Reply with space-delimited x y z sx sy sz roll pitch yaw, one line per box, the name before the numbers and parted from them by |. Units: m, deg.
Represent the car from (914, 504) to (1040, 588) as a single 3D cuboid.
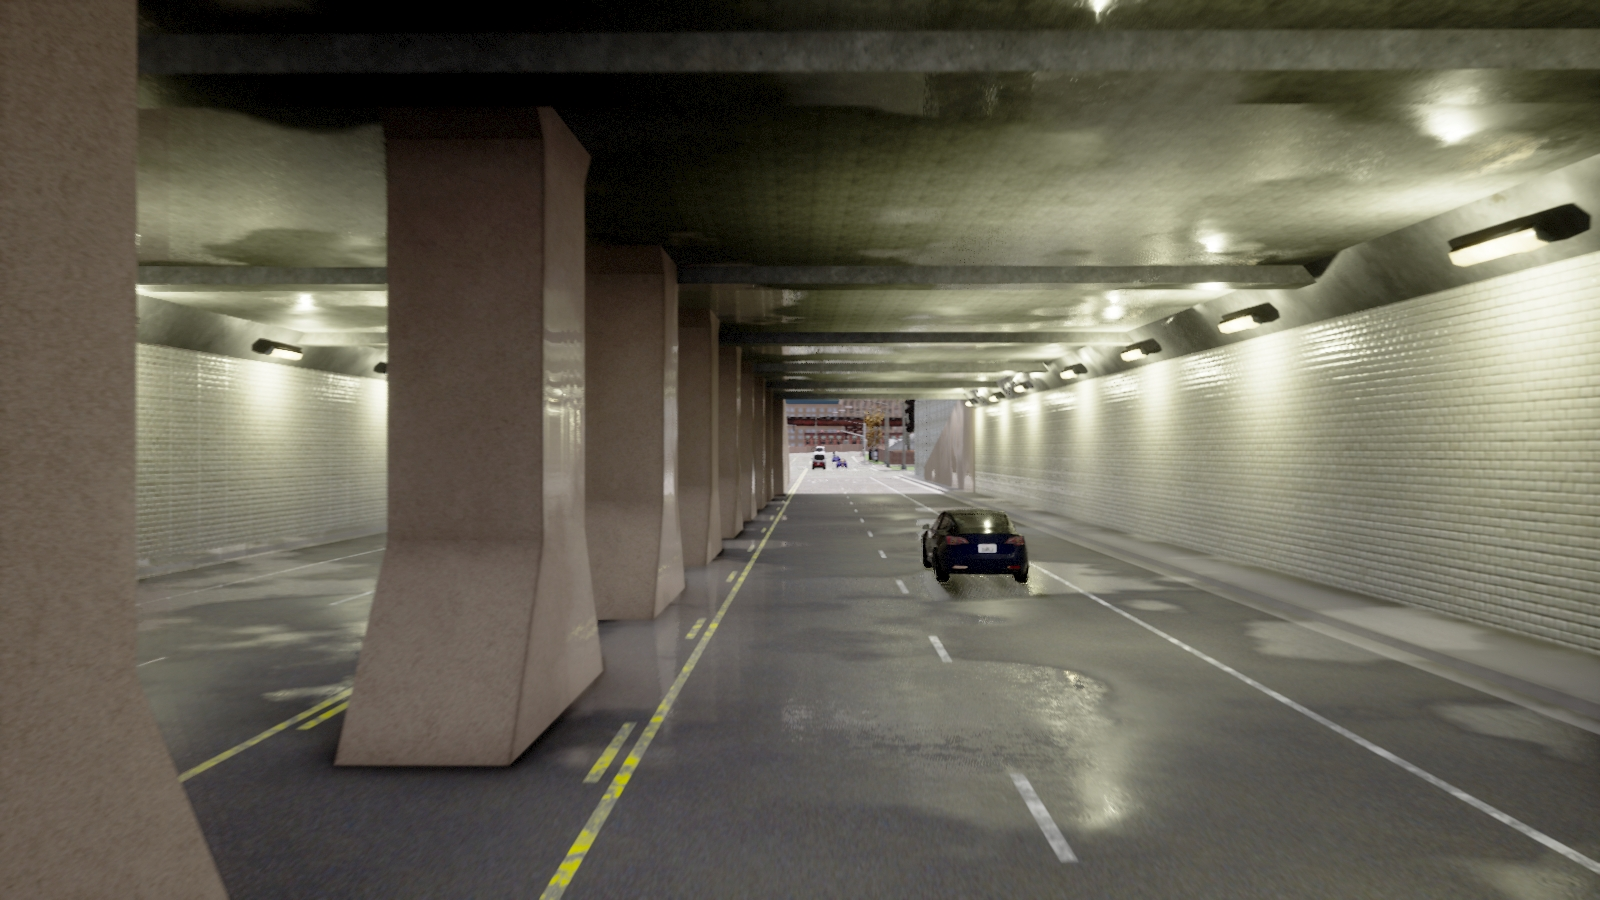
car | 3.849 2.063 25.717 2.163 1.488 4.792 0 0 1
